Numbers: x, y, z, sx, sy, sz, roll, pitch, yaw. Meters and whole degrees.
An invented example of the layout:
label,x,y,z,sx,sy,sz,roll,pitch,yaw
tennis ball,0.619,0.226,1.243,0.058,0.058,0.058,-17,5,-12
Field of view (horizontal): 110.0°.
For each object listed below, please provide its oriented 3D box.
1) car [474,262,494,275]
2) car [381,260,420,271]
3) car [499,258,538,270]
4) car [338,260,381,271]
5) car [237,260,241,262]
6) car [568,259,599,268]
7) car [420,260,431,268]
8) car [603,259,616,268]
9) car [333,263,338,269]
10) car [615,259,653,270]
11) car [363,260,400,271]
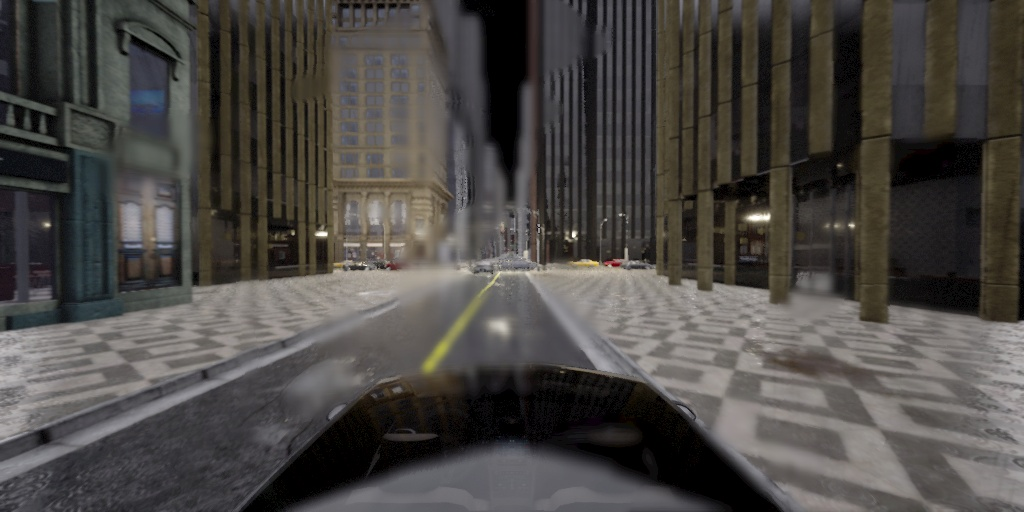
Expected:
label,x,y,z,sx,sy,sz,roll,pitch,yaw
car,-3.012,1.317,39.455,1.994,1.385,4.181,0,0,1
car,-15.324,1.309,49.548,4.097,1.591,1.967,0,0,0
car,1.226,1.307,52.361,5.357,1.411,2.033,0,0,0
car,-20.993,1.441,49.530,4.403,1.370,2.007,0,0,0
car,-37.998,1.558,49.477,4.207,1.307,1.802,0,0,0
car,11.599,1.186,58.156,4.829,1.417,1.751,0,0,0
car,-15.320,1.294,58.072,4.403,1.370,2.007,0,0,0
car,17.069,1.193,58.174,4.507,1.381,1.888,0,0,0
car,-26.827,1.315,58.036,4.829,1.417,1.751,0,0,0
car,17.167,1.324,49.650,4.403,1.370,2.007,0,0,0
car,-18.973,1.412,52.293,4.674,1.442,1.812,1,1,0
